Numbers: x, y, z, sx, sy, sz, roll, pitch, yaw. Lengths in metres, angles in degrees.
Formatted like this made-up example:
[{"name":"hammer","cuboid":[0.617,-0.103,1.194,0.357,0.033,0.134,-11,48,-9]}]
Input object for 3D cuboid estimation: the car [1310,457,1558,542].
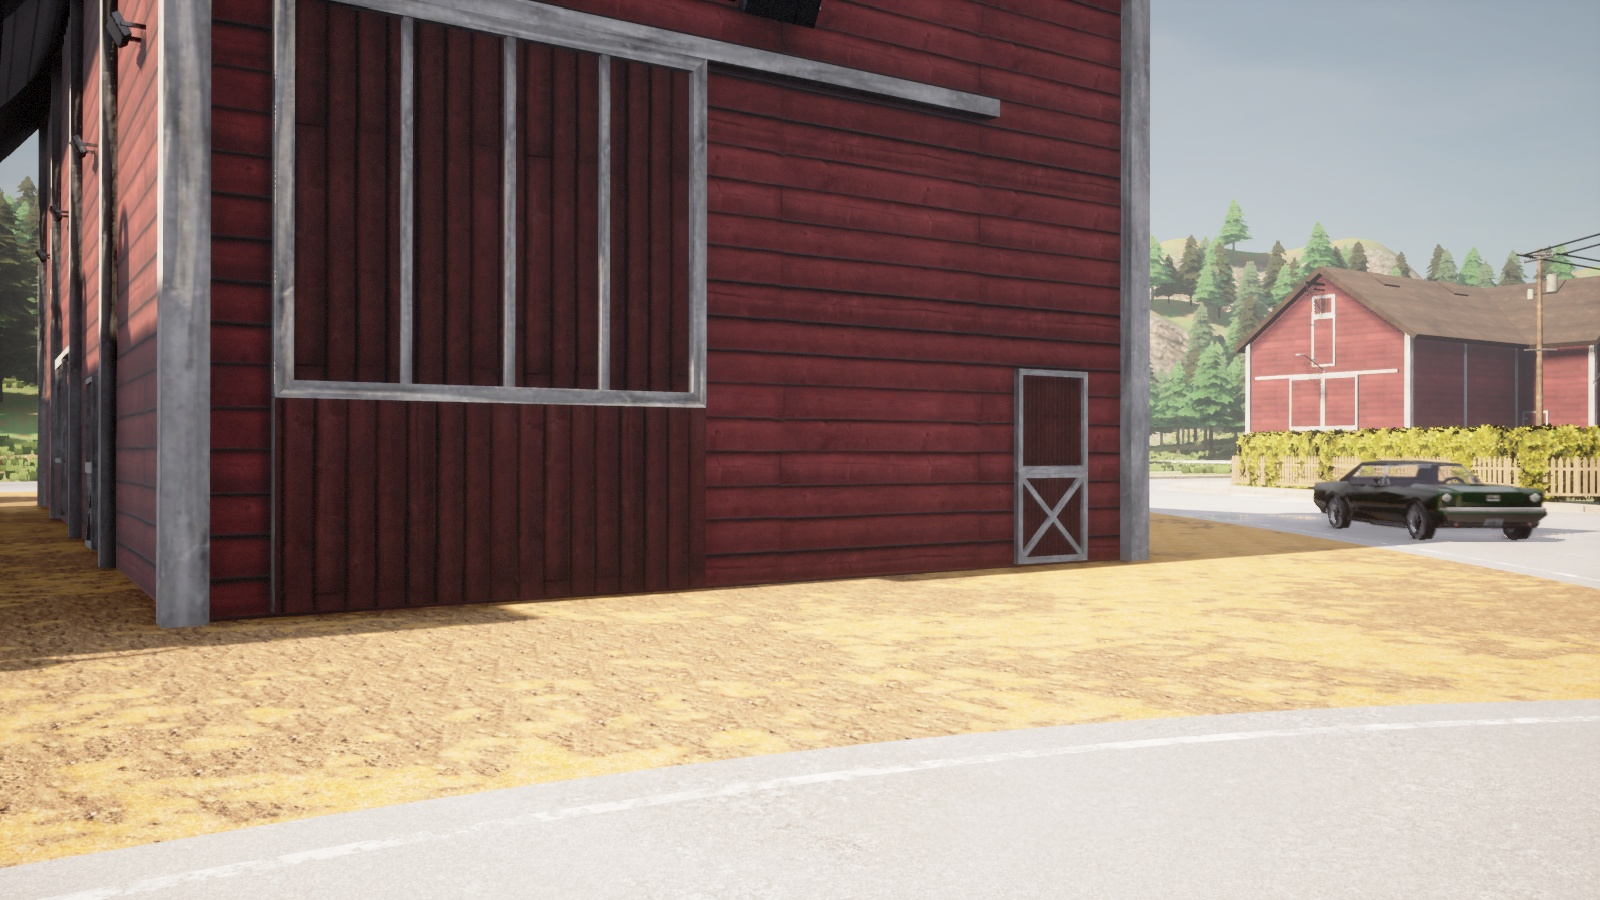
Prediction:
[{"name":"car","cuboid":[10.998,0.798,22.241,1.895,1.301,4.718,0,0,-2]}]
